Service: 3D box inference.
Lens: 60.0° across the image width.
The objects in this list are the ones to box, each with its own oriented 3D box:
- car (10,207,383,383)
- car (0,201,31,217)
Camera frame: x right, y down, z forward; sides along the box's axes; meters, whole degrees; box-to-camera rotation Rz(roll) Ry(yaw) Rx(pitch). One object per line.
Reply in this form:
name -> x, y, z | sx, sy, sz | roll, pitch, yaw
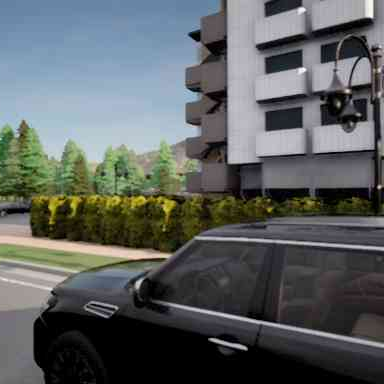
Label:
car -> 0.909, 1.225, 3.033 | 5.566, 2.045, 2.150 | 0, 0, 34
car -> -17.804, 1.655, 33.466 | 2.128, 1.511, 4.902 | 0, 0, 33
